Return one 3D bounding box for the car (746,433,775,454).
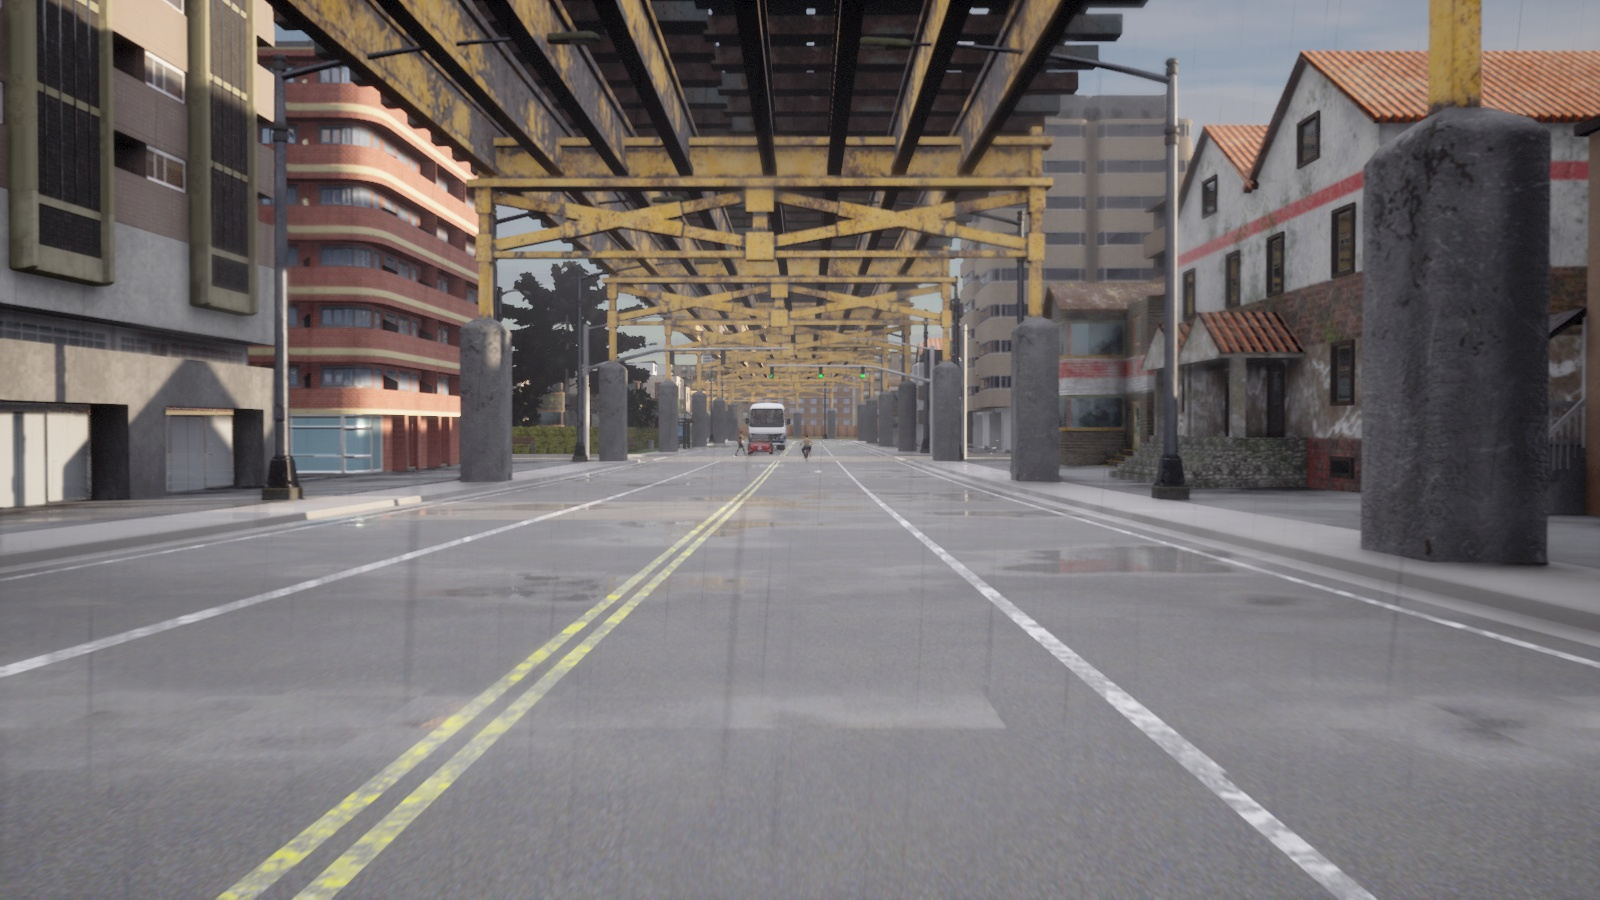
[{"bbox_3d":[-2.983,-0.493,95.705,2.007,1.525,4.514,0,1,0],"label":"car"}]
